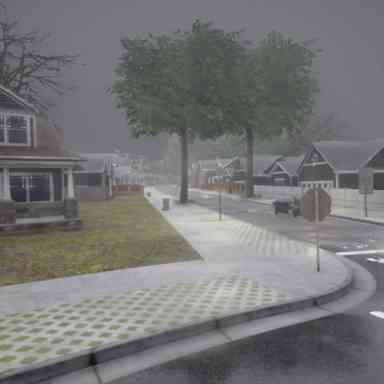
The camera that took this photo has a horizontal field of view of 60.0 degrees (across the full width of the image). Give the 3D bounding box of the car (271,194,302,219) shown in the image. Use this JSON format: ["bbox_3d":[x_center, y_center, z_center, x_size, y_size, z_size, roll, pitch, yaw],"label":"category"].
[{"bbox_3d":[6.923,0.907,22.427,2.128,1.511,4.902,-2,2,-9],"label":"car"}]
